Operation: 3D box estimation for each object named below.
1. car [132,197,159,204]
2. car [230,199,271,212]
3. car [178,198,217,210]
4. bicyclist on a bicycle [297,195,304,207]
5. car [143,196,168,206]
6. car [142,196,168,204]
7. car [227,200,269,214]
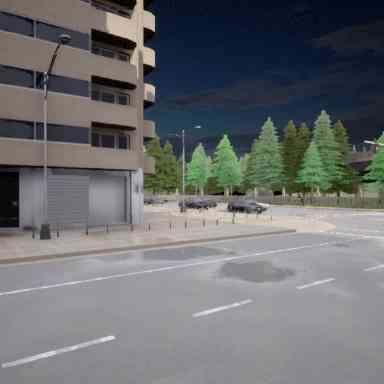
[{"bbox_3d":[-8.607,1.545,61.359,4.718,1.301,1.895,0,0,32],"label":"car"},{"bbox_3d":[6.805,1.545,39.186,1.895,1.301,4.718,0,0,-35],"label":"car"},{"bbox_3d":[0.338,1.492,42.419,2.033,1.411,5.357,0,0,-36],"label":"car"},{"bbox_3d":[15.151,1.245,46.458,1.656,1.620,0.582,0,0,-35],"label":"bicyclist on a bicycle"},{"bbox_3d":[-6.565,1.435,55.420,4.902,1.511,2.128,0,0,39],"label":"car"},{"bbox_3d":[-7.154,1.545,64.451,4.718,1.301,1.895,0,0,31],"label":"car"},{"bbox_3d":[5.569,1.508,34.802,1.994,1.385,4.181,0,0,-35],"label":"car"}]
